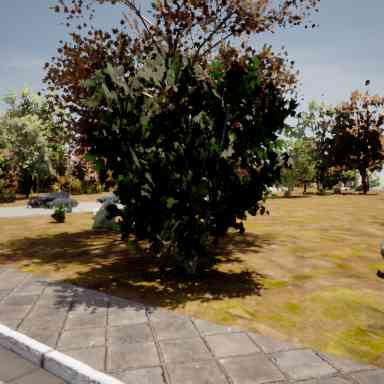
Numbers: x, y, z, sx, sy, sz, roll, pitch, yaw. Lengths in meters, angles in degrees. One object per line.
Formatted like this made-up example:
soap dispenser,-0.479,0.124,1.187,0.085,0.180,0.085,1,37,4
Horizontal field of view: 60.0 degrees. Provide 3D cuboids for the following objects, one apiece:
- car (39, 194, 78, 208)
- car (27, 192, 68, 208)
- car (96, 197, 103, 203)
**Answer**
car,-17.022,1.400,43.329,1.994,1.385,4.181,0,2,39
car,-19.565,1.060,45.758,2.150,2.045,5.566,0,2,39
car,-12.858,0.971,54.024,2.033,1.411,5.357,0,3,39
